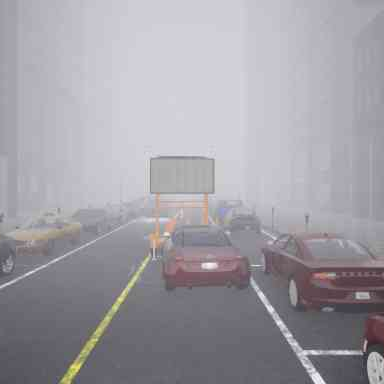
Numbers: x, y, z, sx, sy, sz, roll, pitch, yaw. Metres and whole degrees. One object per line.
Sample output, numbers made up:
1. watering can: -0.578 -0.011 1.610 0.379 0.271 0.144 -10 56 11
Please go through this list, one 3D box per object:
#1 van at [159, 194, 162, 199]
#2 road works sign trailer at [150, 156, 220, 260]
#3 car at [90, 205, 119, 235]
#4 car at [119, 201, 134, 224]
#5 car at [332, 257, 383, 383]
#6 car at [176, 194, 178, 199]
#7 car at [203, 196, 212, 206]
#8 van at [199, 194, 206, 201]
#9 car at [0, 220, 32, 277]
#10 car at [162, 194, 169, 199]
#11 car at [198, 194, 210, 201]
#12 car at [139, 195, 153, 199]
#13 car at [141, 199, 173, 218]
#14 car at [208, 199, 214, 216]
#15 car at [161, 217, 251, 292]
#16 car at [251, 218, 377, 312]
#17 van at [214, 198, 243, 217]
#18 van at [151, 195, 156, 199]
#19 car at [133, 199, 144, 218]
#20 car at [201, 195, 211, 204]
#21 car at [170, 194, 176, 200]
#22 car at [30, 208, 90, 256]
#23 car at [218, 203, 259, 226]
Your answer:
1. van: -5.712 1.368 47.069 1.690 1.788 3.998 0 0 0
2. road works sign trailer: -0.377 0.466 12.464 2.380 3.560 2.880 0 0 -5
3. car: -5.743 1.570 18.885 1.947 1.339 4.313 0 0 0
4. car: -5.736 1.589 24.523 1.802 1.307 4.206 0 0 0
5. car: 2.763 1.545 1.984 1.887 1.381 4.507 0 0 0
6. car: -5.660 1.662 92.161 1.947 1.339 4.313 0 0 0
7. car: 2.808 1.571 41.438 2.008 1.369 4.403 0 0 0
8. van: 2.864 1.437 92.164 1.690 1.788 3.998 0 0 0
9. car: -5.755 1.566 7.613 1.947 1.339 4.313 0 0 0
10. car: -5.699 1.355 58.341 2.192 1.841 5.009 0 0 0
11. car: 2.832 1.362 63.983 2.192 1.841 5.009 0 0 0
12. car: -5.724 1.455 35.796 1.967 1.590 4.097 0 0 0
13. car: -3.066 1.574 30.253 1.994 1.385 4.181 0 0 0
14. car: 2.795 1.561 30.166 2.008 1.369 4.403 0 0 0
15. car: 0.189 1.565 9.012 1.994 1.385 4.181 0 -1 -5
16. car: 2.770 1.545 7.621 1.887 1.381 4.507 0 0 0
17. van: 2.788 1.348 24.529 1.690 1.788 3.998 0 0 0
18. van: -5.718 1.362 41.432 1.690 1.788 3.998 0 0 0
19. car: -5.730 1.576 30.159 1.947 1.339 4.313 0 0 0
20. car: 2.820 1.578 52.710 1.887 1.381 4.507 0 0 0
21. car: -5.673 1.619 80.888 1.887 1.381 4.507 0 0 0
22. car: -5.749 1.527 13.079 1.752 1.417 4.829 0 0 0
23. car: 2.782 1.554 18.893 2.008 1.369 4.403 0 0 0
